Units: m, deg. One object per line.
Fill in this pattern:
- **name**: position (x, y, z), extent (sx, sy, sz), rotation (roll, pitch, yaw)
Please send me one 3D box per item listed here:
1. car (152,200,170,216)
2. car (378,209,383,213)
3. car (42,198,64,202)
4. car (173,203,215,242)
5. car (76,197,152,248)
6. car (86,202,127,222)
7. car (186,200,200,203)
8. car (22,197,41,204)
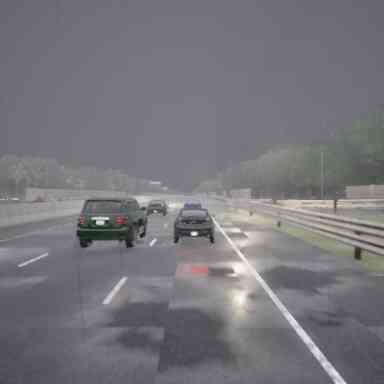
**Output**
- **car**: position (-3.407, 1.553, 33.351), extent (1.837, 1.490, 4.892), rotation (0, 0, 0)
- **car**: position (20.443, 1.340, 32.299), extent (1.812, 1.442, 4.674), rotation (0, -2, -19)
- **car**: position (-21.011, 1.685, 51.335), extent (1.812, 1.442, 4.674), rotation (0, 0, 0)
- **car**: position (0.096, 1.520, 16.588), extent (1.837, 1.490, 4.892), rotation (0, 0, 0)
- **car**: position (-3.392, 1.234, 15.045), extent (2.150, 2.045, 5.566), rotation (0, 0, 0)
- **car**: position (-6.906, 1.581, 27.580), extent (2.033, 1.411, 5.357), rotation (0, 0, 0)
- **car**: position (0.093, 1.530, 34.926), extent (1.882, 1.535, 5.008), rotation (0, 0, 0)
- **car**: position (-24.511, 1.355, 51.339), extent (1.812, 1.442, 4.674), rotation (0, 0, 0)
